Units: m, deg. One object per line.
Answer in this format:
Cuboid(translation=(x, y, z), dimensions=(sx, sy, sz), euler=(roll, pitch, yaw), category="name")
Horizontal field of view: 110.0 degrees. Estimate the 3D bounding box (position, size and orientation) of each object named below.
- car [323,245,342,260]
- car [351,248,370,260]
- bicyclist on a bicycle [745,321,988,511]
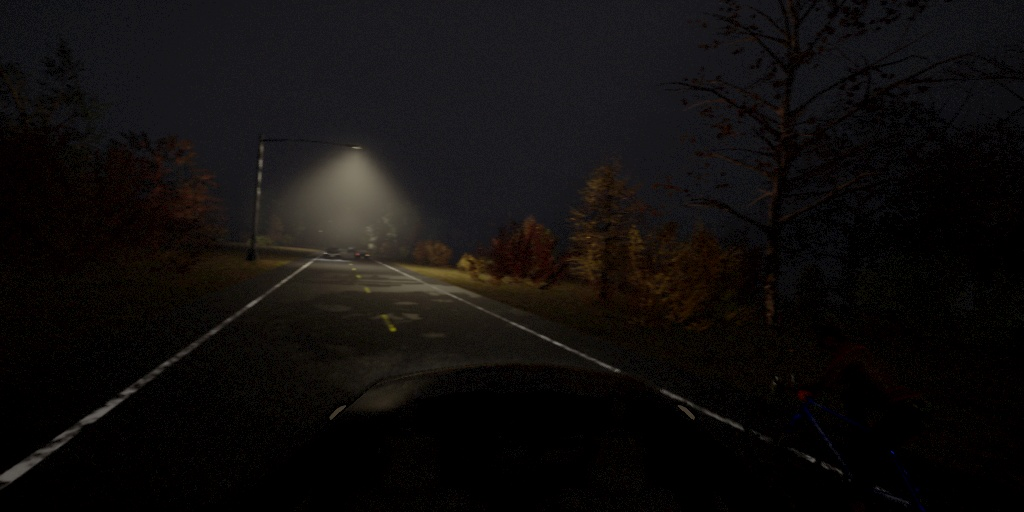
Cuboid(translation=(-22.658, -0.360, 45.312), dimensions=(1.812, 1.442, 4.674), euler=(4, 0, -25), category="car")
Cuboid(translation=(-21.416, -0.183, 51.078), dimensions=(1.895, 1.301, 4.718), euler=(4, 0, -26), category="car")
Cuboid(translation=(2.895, 1.418, 3.115), dimensions=(0.582, 1.620, 1.656), euler=(4, 0, -26), category="bicyclist on a bicycle")
